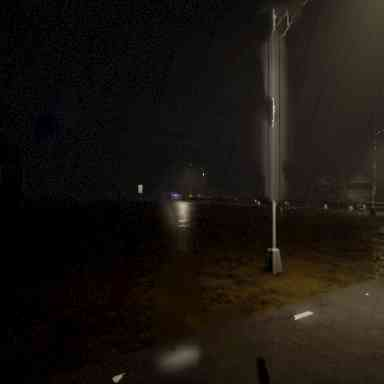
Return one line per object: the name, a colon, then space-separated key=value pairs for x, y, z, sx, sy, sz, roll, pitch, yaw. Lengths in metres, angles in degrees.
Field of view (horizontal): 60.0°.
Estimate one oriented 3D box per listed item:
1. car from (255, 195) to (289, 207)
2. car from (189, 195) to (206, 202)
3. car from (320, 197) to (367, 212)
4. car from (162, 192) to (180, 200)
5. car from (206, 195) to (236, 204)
car: x=10.590 y=1.176 z=44.255 sx=1.837 sy=1.490 sz=4.892 roll=2 pitch=0 yaw=-35
car: x=1.304 y=1.188 z=63.733 sx=1.895 sy=1.301 sz=4.718 roll=2 pitch=-1 yaw=-35
car: x=16.344 y=1.292 z=36.140 sx=1.837 sy=1.490 sz=4.892 roll=2 pitch=0 yaw=-35
car: x=-4.619 y=0.876 z=71.927 sx=2.097 sy=1.767 sz=4.553 roll=2 pitch=-1 yaw=-35
car: x=4.822 y=1.173 z=52.400 sx=1.895 sy=1.301 sz=4.718 roll=2 pitch=-1 yaw=-35
